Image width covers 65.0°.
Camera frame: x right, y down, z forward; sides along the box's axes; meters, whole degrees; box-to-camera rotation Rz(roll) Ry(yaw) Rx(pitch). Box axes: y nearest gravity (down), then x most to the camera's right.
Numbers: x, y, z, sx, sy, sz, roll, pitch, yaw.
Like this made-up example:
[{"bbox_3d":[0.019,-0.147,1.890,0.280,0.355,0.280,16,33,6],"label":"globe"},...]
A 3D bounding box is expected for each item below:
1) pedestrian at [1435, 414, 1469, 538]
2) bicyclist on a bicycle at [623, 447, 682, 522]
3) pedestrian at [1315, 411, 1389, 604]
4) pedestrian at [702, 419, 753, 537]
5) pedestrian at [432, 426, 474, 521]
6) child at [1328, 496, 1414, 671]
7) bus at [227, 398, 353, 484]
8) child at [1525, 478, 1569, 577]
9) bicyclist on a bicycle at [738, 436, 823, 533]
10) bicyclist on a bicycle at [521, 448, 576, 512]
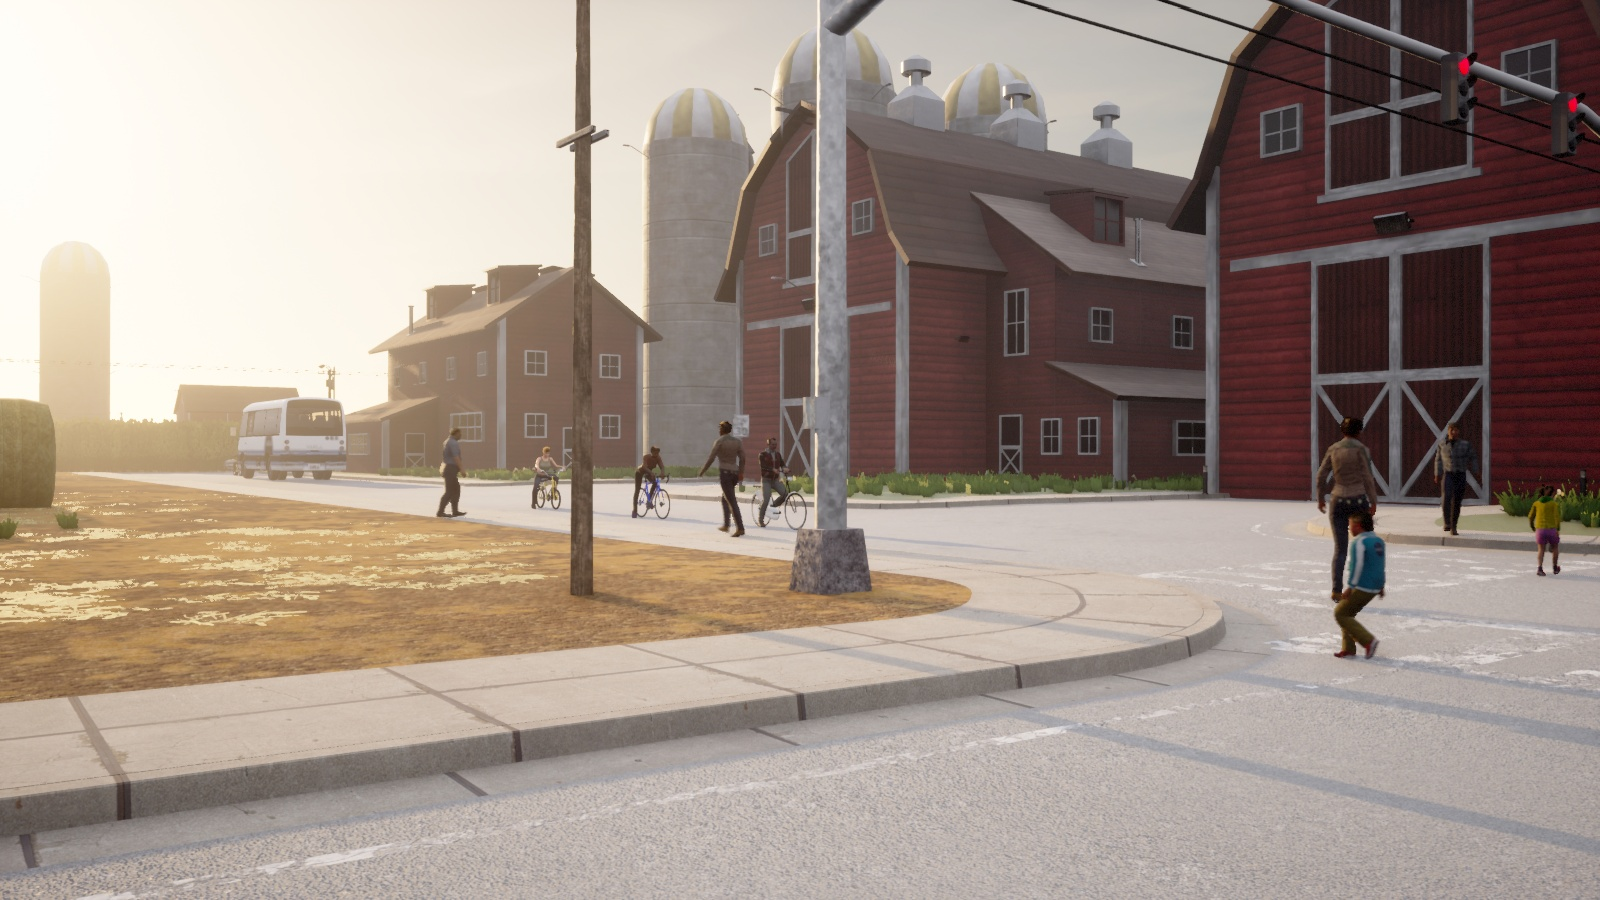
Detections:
[{"bbox_3d":[10.493,0.407,20.201,0.423,1.949,0.788,0,0,31],"label":"pedestrian"},{"bbox_3d":[-3.312,0.747,28.056,0.582,1.620,1.656,0,0,-36],"label":"bicyclist on a bicycle"},{"bbox_3d":[5.357,0.538,12.176,0.869,1.805,0.328,0,0,-43],"label":"pedestrian"},{"bbox_3d":[-1.145,0.431,19.687,0.328,1.805,0.869,0,0,-42],"label":"pedestrian"},{"bbox_3d":[-6.854,0.455,24.790,0.694,1.848,0.540,0,0,-27],"label":"pedestrian"},{"bbox_3d":[4.074,0.931,8.968,0.343,1.192,0.448,0,0,-40],"label":"child"},{"bbox_3d":[-27.606,-0.434,67.604,3.944,4.253,10.273,0,0,-36],"label":"bus"},{"bbox_3d":[8.995,0.918,15.114,0.473,1.160,0.299,0,0,-38],"label":"child"},{"bbox_3d":[-0.399,0.641,24.027,0.659,1.776,1.843,-1,0,-36],"label":"bicyclist on a bicycle"},{"bbox_3d":[-6.515,0.748,32.483,0.866,1.612,1.509,0,0,-36],"label":"bicyclist on a bicycle"}]
